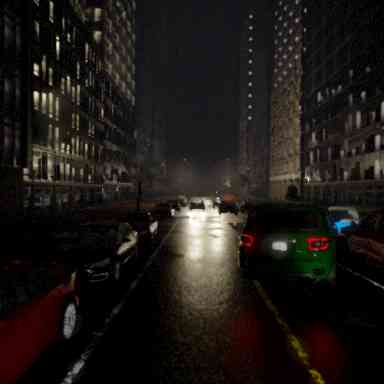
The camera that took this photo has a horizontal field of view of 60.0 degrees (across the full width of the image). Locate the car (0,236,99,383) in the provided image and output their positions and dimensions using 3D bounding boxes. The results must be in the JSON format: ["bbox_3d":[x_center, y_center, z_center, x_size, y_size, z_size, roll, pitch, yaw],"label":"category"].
[{"bbox_3d":[-2.667,1.520,3.652,1.887,1.381,4.507,0,0,1],"label":"car"}]

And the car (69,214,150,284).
[{"bbox_3d":[-2.575,1.529,9.335,2.008,1.369,4.403,0,0,1],"label":"car"}]

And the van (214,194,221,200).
[{"bbox_3d":[7.197,1.424,94.441,1.690,1.788,3.998,0,0,1],"label":"van"}]

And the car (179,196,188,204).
[{"bbox_3d":[-1.649,1.523,65.994,1.752,1.417,4.829,0,0,1],"label":"car"}]

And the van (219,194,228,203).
[{"bbox_3d":[6.826,1.420,71.710,1.690,1.788,3.998,0,0,1],"label":"van"}]

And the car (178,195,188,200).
[{"bbox_3d":[-1.925,1.574,49.115,1.802,1.307,4.206,0,0,1],"label":"car"}]

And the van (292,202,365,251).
[{"bbox_3d":[5.898,1.401,14.881,1.690,1.788,3.998,0,0,1],"label":"van"}]

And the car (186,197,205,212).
[{"bbox_3d":[0.625,1.616,39.886,1.895,1.301,4.718,1,0,1],"label":"car"}]

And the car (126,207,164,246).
[{"bbox_3d":[-2.481,1.562,15.018,1.802,1.307,4.206,0,0,1],"label":"car"}]

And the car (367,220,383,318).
[{"bbox_3d":[3.924,1.390,3.178,2.097,1.767,4.553,1,0,1],"label":"car"}]

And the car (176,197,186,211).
[{"bbox_3d":[-2.110,1.539,37.749,2.008,1.369,4.403,0,0,1],"label":"car"}]

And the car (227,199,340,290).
[{"bbox_3d":[2.989,1.251,9.608,2.150,2.045,5.566,0,0,25],"label":"car"}]

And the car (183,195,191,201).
[{"bbox_3d":[-1.275,1.553,88.896,2.008,1.369,4.403,0,0,1],"label":"car"}]

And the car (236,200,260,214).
[{"bbox_3d":[6.269,1.619,37.612,2.008,1.369,4.403,0,0,1],"label":"car"}]

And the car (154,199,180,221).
[{"bbox_3d":[-2.296,1.535,26.384,2.008,1.369,4.403,0,0,1],"label":"car"}]

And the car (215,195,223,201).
[{"bbox_3d":[7.104,1.522,88.759,1.967,1.590,4.097,0,0,1],"label":"car"}]

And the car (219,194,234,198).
[{"bbox_3d":[6.640,1.391,60.344,2.192,1.841,5.009,0,0,1],"label":"car"}]

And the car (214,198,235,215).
[{"bbox_3d":[3.574,1.643,34.050,1.895,1.301,4.718,1,0,1],"label":"car"}]

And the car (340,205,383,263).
[{"bbox_3d":[5.805,1.373,9.198,2.192,1.841,5.009,0,0,1],"label":"car"}]

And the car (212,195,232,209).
[{"bbox_3d":[3.715,1.538,44.919,2.128,1.511,4.902,1,0,1],"label":"car"}]

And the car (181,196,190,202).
[{"bbox_3d":[-1.461,1.566,77.530,1.947,1.339,4.313,0,0,1],"label":"car"}]

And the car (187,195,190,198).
[{"bbox_3d":[-1.832,1.434,54.798,1.967,1.590,4.097,0,0,1],"label":"car"}]
